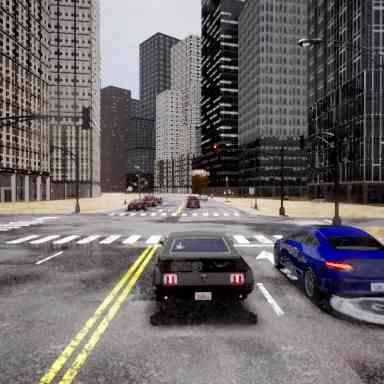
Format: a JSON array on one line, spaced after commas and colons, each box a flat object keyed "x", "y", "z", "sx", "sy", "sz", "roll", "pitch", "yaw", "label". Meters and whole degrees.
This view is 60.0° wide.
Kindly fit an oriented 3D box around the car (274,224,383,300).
[{"x": 3.356, "y": 1.523, "z": 8.213, "sx": 1.812, "sy": 1.442, "sz": 4.674, "roll": 0, "pitch": 0, "yaw": 1, "label": "car"}]

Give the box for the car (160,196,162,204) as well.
[{"x": -6.482, "y": 1.416, "z": 60.852, "sx": 2.128, "sy": 1.511, "sz": 4.902, "roll": 0, "pitch": 0, "yaw": 0, "label": "car"}]

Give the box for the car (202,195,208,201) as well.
[{"x": 2.849, "y": 1.397, "z": 80.515, "sx": 1.812, "sy": 1.442, "sz": 4.674, "roll": 0, "pitch": 0, "yaw": -4, "label": "car"}]

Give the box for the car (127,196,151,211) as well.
[{"x": -6.522, "y": 1.530, "z": 40.312, "sx": 1.994, "sy": 1.385, "sz": 4.181, "roll": 0, "pitch": 0, "yaw": 0, "label": "car"}]

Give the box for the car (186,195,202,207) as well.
[{"x": 0.191, "y": 1.476, "z": 48.715, "sx": 1.812, "sy": 1.442, "sz": 4.674, "roll": 0, "pitch": 0, "yaw": 0, "label": "car"}]

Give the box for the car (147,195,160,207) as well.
[{"x": -6.502, "y": 1.299, "z": 50.561, "sx": 2.097, "sy": 1.767, "sz": 4.553, "roll": 0, "pitch": 0, "yaw": 0, "label": "car"}]

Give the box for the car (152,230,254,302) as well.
[{"x": 0.114, "y": 1.598, "z": 8.246, "sx": 1.895, "sy": 1.301, "sz": 4.718, "roll": 0, "pitch": 0, "yaw": -2, "label": "car"}]

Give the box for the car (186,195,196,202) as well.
[{"x": -0.168, "y": 1.412, "z": 75.528, "sx": 2.128, "sy": 1.511, "sz": 4.902, "roll": 0, "pitch": 0, "yaw": -2, "label": "car"}]
